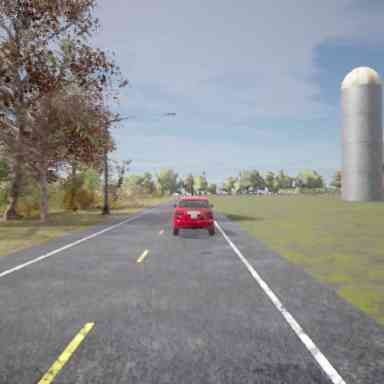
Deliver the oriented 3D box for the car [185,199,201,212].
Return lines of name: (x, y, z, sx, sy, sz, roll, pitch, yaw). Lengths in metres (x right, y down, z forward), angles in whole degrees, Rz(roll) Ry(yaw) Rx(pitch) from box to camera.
car: (0.092, 1.648, 41.824, 1.837, 1.490, 4.892, 0, 0, 0)

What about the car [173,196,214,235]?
car: (0.096, 1.290, 19.346, 2.150, 2.045, 5.566, 0, 0, 0)
